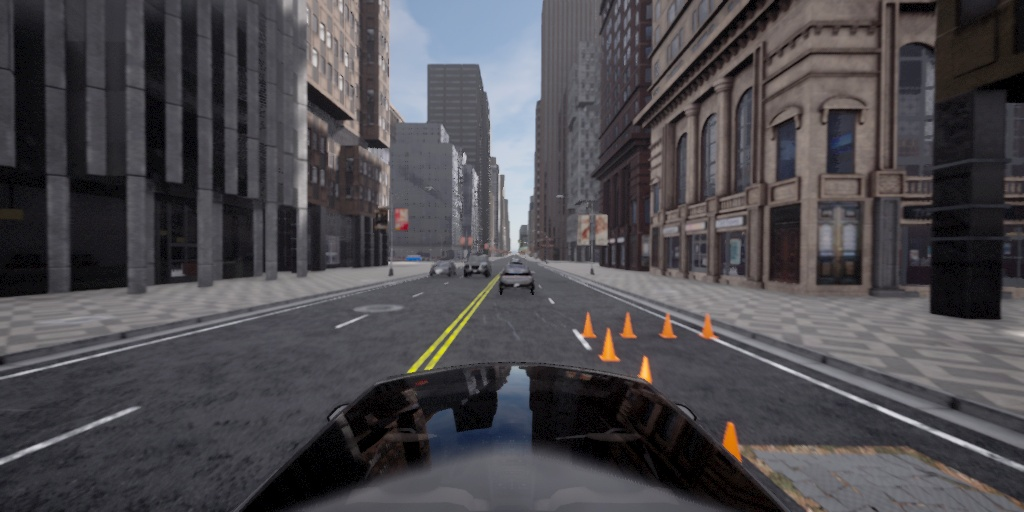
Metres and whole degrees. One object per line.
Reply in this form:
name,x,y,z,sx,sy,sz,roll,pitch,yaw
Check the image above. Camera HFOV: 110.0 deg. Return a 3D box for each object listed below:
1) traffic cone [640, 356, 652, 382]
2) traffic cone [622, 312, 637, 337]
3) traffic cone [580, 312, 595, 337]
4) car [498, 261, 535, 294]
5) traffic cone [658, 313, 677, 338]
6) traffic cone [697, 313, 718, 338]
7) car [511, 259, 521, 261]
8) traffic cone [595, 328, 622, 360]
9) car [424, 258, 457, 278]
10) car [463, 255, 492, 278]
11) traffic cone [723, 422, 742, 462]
traffic cone,1.880,1.715,5.054,0.340,0.580,0.340,0,0,1
traffic cone,2.920,1.718,9.043,0.340,0.580,0.340,0,0,1
traffic cone,1.920,1.711,9.054,0.340,0.580,0.340,0,0,1
car,0.263,1.223,20.046,2.128,1.511,4.902,0,0,1
traffic cone,3.919,1.724,9.034,0.340,0.580,0.340,0,0,1
traffic cone,4.920,1.730,9.024,0.340,0.580,0.340,0,0,1
car,0.547,1.192,48.803,1.837,1.490,4.892,0,0,1
traffic cone,1.900,1.713,7.054,0.340,0.580,0.340,0,0,1
car,-6.300,1.163,33.240,2.128,1.511,4.902,0,0,1
car,-3.057,0.914,32.740,2.150,2.045,5.566,0,0,1
traffic cone,1.861,1.717,3.054,0.340,0.580,0.340,0,0,1
